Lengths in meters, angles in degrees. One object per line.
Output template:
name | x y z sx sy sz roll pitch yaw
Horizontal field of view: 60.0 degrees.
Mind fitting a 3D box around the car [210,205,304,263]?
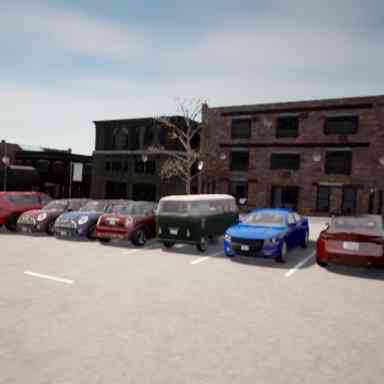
car | 2.832 1.365 11.891 2.097 1.535 5.008 0 0 31

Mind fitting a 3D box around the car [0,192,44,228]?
car | -9.189 1.025 19.096 2.435 2.045 5.566 0 0 31

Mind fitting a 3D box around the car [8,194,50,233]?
car | -6.781 1.168 17.662 2.185 1.767 4.553 0 0 31

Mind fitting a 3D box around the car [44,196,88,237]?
car | -4.374 1.186 16.225 2.185 1.767 4.553 0 0 31

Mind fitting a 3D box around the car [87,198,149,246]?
car | -2.000 1.204 14.733 2.185 1.767 4.553 0 0 31

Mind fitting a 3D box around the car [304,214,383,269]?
car | 5.251 1.412 10.474 2.163 1.488 4.792 0 0 31

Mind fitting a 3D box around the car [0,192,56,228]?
car | -11.595 1.007 20.534 2.435 2.045 5.566 0 0 31

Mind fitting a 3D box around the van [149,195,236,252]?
van | 0.483 1.121 13.422 1.878 1.987 4.442 0 0 31
